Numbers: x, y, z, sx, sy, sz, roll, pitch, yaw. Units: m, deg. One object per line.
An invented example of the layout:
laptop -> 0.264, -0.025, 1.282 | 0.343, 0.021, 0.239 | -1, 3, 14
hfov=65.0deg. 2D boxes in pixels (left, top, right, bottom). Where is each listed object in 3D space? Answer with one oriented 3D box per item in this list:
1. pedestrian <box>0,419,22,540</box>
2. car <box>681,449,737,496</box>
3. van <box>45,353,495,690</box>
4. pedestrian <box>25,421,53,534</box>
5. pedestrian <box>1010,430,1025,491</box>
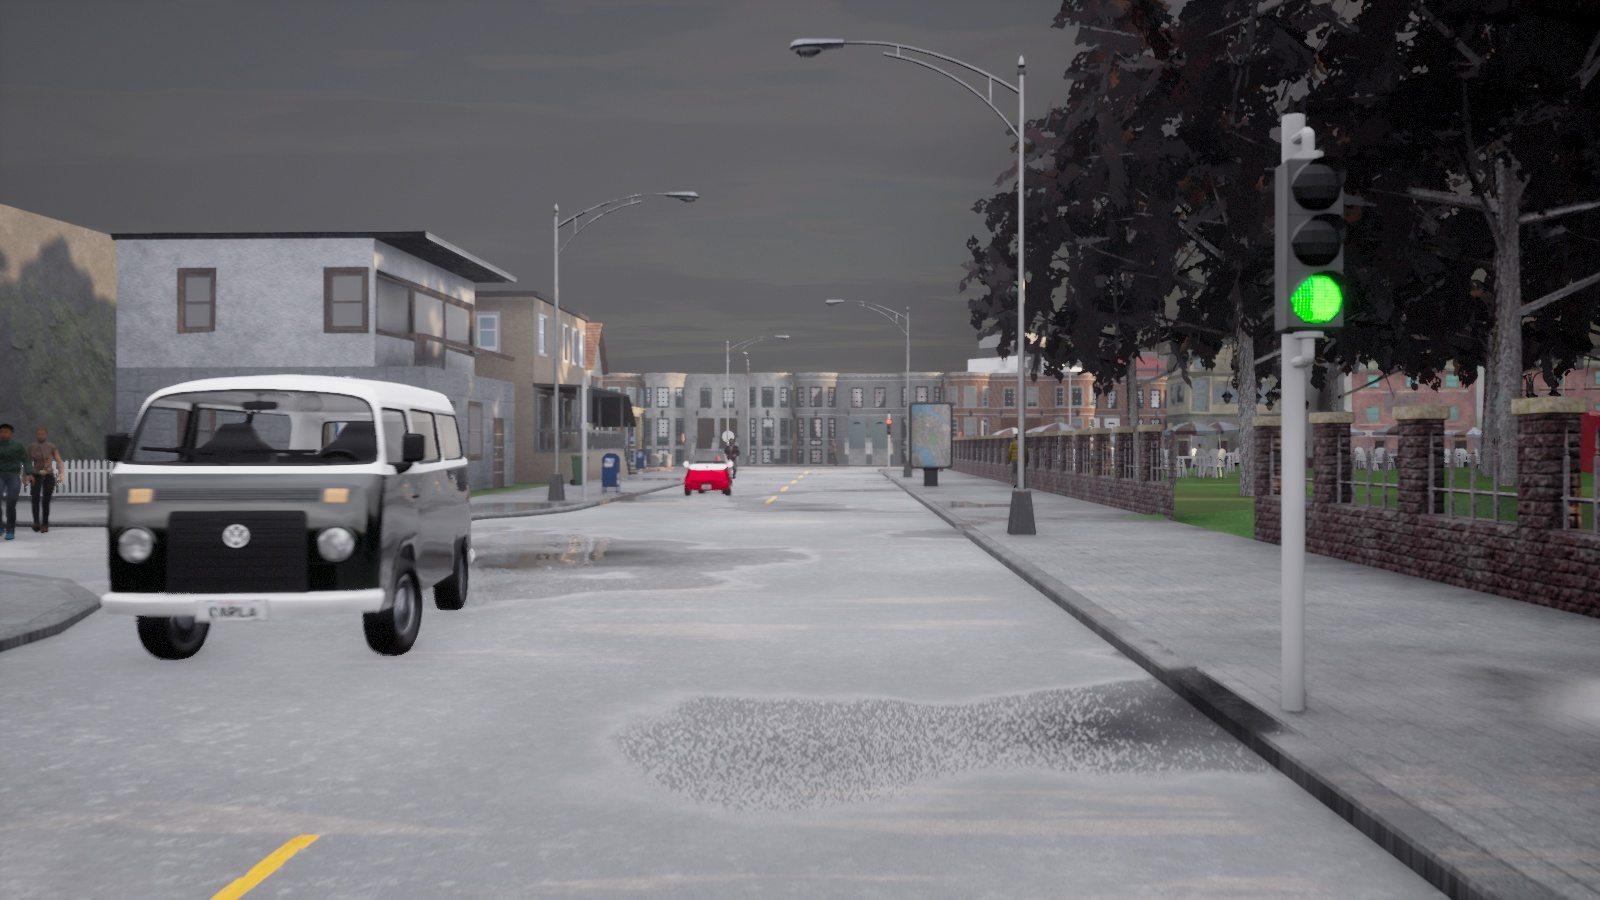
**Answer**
pedestrian -> -12.311, 0.453, 19.417 | 0.353, 1.847, 0.614 | 0, 0, -20
car -> -2.726, 0.657, 37.989 | 1.481, 1.376, 2.207 | 0, 0, 2
van -> -3.775, 0.430, 9.935 | 2.069, 2.038, 4.480 | 0, 0, -6
pedestrian -> -12.681, 0.448, 20.938 | 0.331, 1.846, 0.634 | 0, 0, -25
pedestrian -> 6.636, 0.319, 38.370 | 0.370, 1.835, 0.726 | 0, 0, 2
